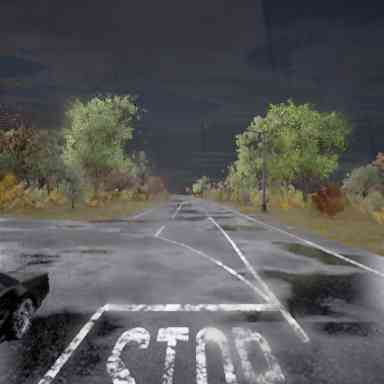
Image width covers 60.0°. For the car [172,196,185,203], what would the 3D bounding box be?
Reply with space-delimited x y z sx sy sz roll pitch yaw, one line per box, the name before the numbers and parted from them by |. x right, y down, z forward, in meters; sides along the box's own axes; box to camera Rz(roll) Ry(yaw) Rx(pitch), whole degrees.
car | -3.507 1.884 77.664 1.994 1.385 4.181 0 0 5

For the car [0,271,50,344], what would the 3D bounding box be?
car | -3.496 1.633 3.794 1.895 1.301 4.718 0 0 0
